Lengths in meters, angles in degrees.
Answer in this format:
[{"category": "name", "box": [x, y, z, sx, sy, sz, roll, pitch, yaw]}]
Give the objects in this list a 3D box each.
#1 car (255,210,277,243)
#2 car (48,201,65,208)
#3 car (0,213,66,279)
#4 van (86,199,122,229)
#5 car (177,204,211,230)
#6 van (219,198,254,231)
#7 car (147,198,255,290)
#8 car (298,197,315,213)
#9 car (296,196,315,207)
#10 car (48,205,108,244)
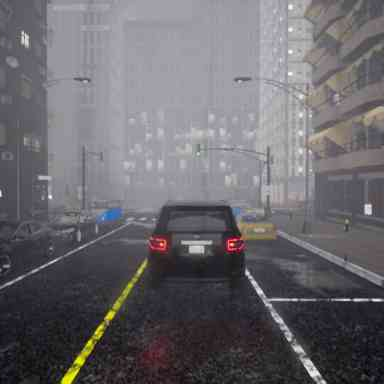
[{"category": "car", "box": [2.729, 1.515, 15.709, 1.752, 1.417, 4.829, -1, 0, 0]}, {"category": "car", "box": [-16.120, 1.477, 34.925, 5.357, 1.411, 2.033, 0, 1, 1]}, {"category": "car", "box": [-5.668, 1.559, 9.991, 1.947, 1.339, 4.313, -1, 0, 0]}, {"category": "van", "box": [-5.636, 1.328, 21.195, 1.690, 1.788, 3.998, -1, 0, 0]}, {"category": "car", "box": [0.167, 1.551, 21.558, 1.994, 1.385, 4.181, 0, 0, 1]}, {"category": "van", "box": [2.744, 1.328, 21.140, 1.690, 1.788, 3.998, -1, 0, 0]}, {"category": "car", "box": [0.108, 1.215, 9.202, 2.150, 2.045, 5.566, 0, 0, 0]}, {"category": "car", "box": [14.931, 1.567, 37.835, 4.674, 1.442, 1.812, 0, 1, -1]}, {"category": "car", "box": [15.366, 1.321, 40.431, 5.009, 1.841, 2.192, 0, 1, 1]}, {"category": "car", "box": [-5.651, 1.541, 15.594, 2.008, 1.369, 4.403, -1, 0, 0]}]
